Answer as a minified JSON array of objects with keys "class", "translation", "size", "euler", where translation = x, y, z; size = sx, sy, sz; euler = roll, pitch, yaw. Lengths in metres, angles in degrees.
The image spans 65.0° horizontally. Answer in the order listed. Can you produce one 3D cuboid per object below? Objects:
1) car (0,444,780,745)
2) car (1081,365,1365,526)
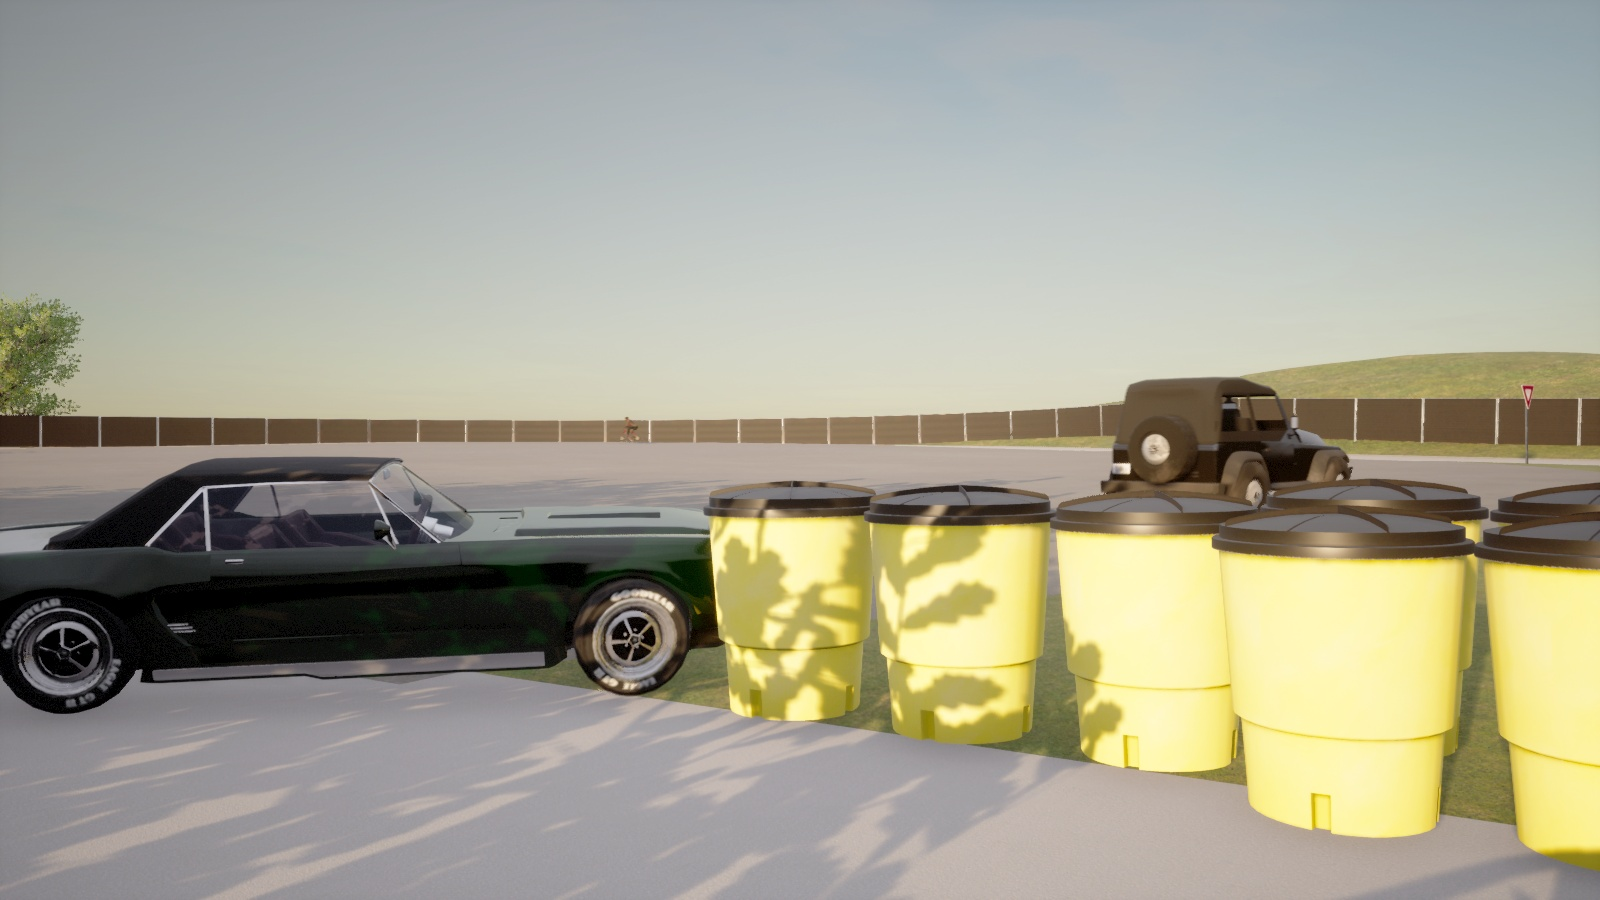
[{"class":"car","translation":[-2.621,0.739,7.567],"size":[4.718,1.301,1.895],"euler":[-2,3,-11]},{"class":"car","translation":[5.693,-0.100,16.697],"size":[3.866,1.878,1.905],"euler":[-2,1,-42]}]
